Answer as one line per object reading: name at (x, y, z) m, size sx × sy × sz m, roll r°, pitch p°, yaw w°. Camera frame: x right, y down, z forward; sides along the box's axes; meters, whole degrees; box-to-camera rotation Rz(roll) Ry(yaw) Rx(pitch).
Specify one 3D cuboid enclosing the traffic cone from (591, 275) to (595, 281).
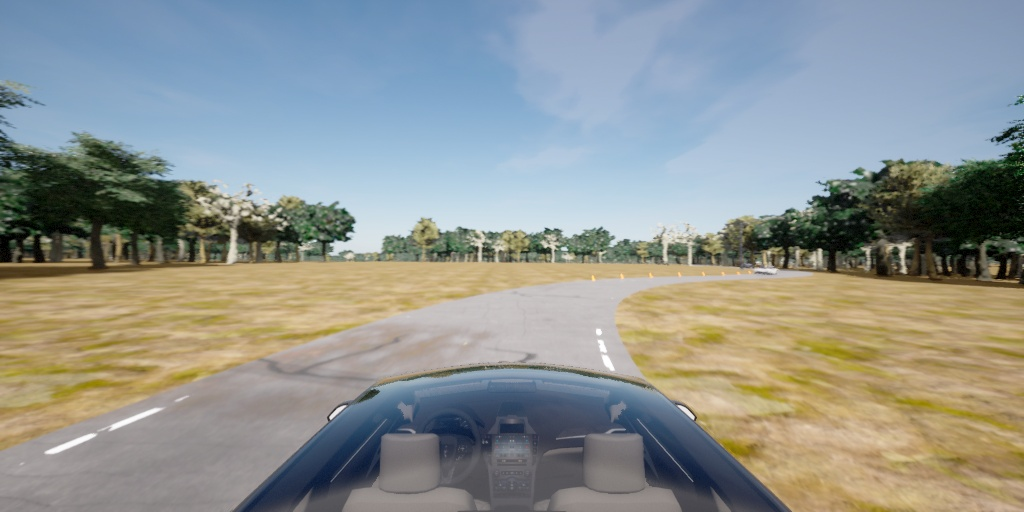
traffic cone at (7.129, 1.892, 31.542) m, size 0.340 × 0.580 × 0.340 m, roll 0°, pitch 0°, yaw 41°

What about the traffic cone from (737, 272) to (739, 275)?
traffic cone at (31.392, 2.347, 49.778) m, size 0.340 × 0.580 × 0.340 m, roll 0°, pitch 0°, yaw -39°

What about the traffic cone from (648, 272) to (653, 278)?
traffic cone at (14.949, 2.036, 38.688) m, size 0.340 × 0.580 × 0.340 m, roll 0°, pitch 0°, yaw -36°

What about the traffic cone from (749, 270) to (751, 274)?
traffic cone at (35.088, 2.429, 52.931) m, size 0.340 × 0.580 × 0.340 m, roll 0°, pitch 0°, yaw -42°

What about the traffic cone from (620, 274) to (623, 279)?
traffic cone at (10.835, 1.962, 35.339) m, size 0.340 × 0.580 × 0.340 m, roll 0°, pitch 0°, yaw -42°

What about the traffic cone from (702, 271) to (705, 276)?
traffic cone at (23.532, 2.187, 44.072) m, size 0.340 × 0.580 × 0.340 m, roll 0°, pitch 0°, yaw -33°

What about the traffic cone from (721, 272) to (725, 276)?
traffic cone at (27.536, 2.267, 46.823) m, size 0.340 × 0.580 × 0.340 m, roll 0°, pitch 0°, yaw -36°

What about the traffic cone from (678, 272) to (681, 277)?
traffic cone at (19.389, 2.113, 41.533) m, size 0.340 × 0.580 × 0.340 m, roll 0°, pitch 0°, yaw -30°

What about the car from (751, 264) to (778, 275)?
car at (36.116, 2.060, 50.977) m, size 4.718 × 1.301 × 1.895 m, roll 1°, pitch -1°, yaw -41°
